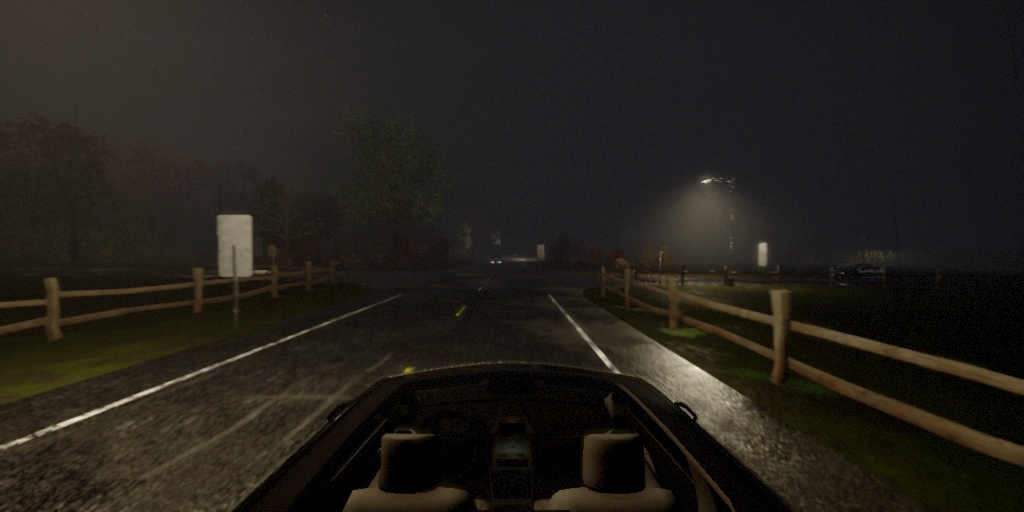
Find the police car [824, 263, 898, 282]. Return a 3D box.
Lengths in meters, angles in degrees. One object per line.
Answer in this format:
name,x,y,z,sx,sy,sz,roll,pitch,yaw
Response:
police car,29.385,1.402,30.392,4.974,1.542,2.038,1,1,0
